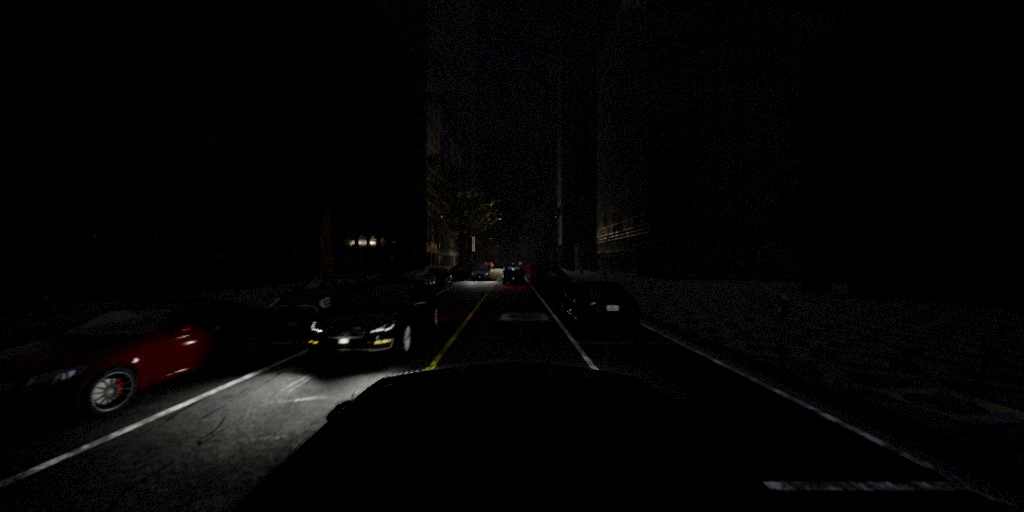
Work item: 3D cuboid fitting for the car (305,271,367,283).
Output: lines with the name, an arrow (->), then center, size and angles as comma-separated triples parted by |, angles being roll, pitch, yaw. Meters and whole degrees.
car -> -5.852, 1.311, 11.570 | 1.967, 1.591, 4.097 | 0, 0, 0

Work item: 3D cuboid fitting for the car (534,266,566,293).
car -> 2.681, 1.567, 22.836 | 1.888, 1.381, 4.507 | 0, 0, 0

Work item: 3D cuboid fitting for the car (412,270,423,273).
car -> -5.847, 1.527, 17.209 | 1.802, 1.307, 4.207 | 0, 0, 0

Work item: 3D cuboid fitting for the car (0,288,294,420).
car -> -5.855, 1.383, 5.932 | 1.802, 1.307, 4.207 | 0, 0, 0

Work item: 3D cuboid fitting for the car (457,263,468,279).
car -> -5.832, 1.795, 39.765 | 1.888, 1.381, 4.507 | 0, 0, 0

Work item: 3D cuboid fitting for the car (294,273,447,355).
car -> -3.090, 1.345, 9.022 | 1.837, 1.490, 4.892 | 0, -1, 0

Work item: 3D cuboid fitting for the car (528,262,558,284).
car -> 2.686, 1.412, 28.475 | 2.192, 1.841, 5.009 | 0, 0, 0

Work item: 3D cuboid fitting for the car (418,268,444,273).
car -> -5.843, 1.545, 22.678 | 1.751, 1.417, 4.829 | 0, 0, 0

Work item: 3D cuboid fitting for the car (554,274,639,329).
car -> 2.674, 1.440, 11.559 | 1.948, 1.339, 4.313 | 0, 0, 0

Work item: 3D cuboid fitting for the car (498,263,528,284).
car -> 0.120, 1.631, 31.505 | 2.128, 1.511, 4.902 | 0, -1, 0

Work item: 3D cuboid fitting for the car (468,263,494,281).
car -> -3.067, 1.729, 36.334 | 1.812, 1.442, 4.674 | 0, -1, 0

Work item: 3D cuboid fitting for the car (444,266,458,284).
car -> -5.840, 1.661, 28.487 | 1.948, 1.339, 4.313 | 0, 0, 0
